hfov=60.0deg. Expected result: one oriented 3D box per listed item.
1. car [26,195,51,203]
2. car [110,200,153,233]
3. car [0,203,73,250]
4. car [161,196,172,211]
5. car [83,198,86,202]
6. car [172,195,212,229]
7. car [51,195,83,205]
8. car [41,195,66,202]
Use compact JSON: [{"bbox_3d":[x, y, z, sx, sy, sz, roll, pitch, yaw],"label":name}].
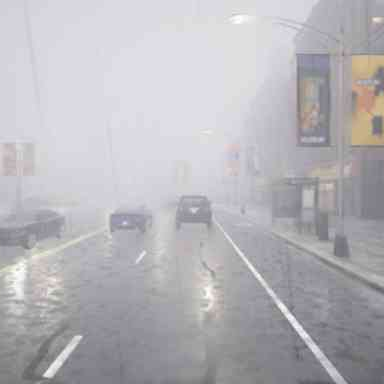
[{"bbox_3d":[-23.945,1.355,51.867,5.008,1.535,1.882,0,0,36],"label":"car"},{"bbox_3d":[-3.398,1.432,19.371,1.882,1.535,5.008,0,0,0],"label":"car"},{"bbox_3d":[-7.117,1.443,14.447,1.882,1.535,5.008,0,0,0],"label":"car"},{"bbox_3d":[-2.300,1.260,39.275,2.097,1.767,4.553,0,0,-17],"label":"car"},{"bbox_3d":[-23.946,1.435,68.020,4.718,1.301,1.895,0,0,30],"label":"car"},{"bbox_3d":[0.102,1.172,21.330,2.150,2.045,5.566,0,0,0],"label":"car"},{"bbox_3d":[-20.028,1.352,53.259,5.008,1.535,1.882,0,0,40],"label":"car"},{"bbox_3d":[-29.249,1.354,70.191,4.674,1.452,2.002,0,0,20],"label":"car"}]
